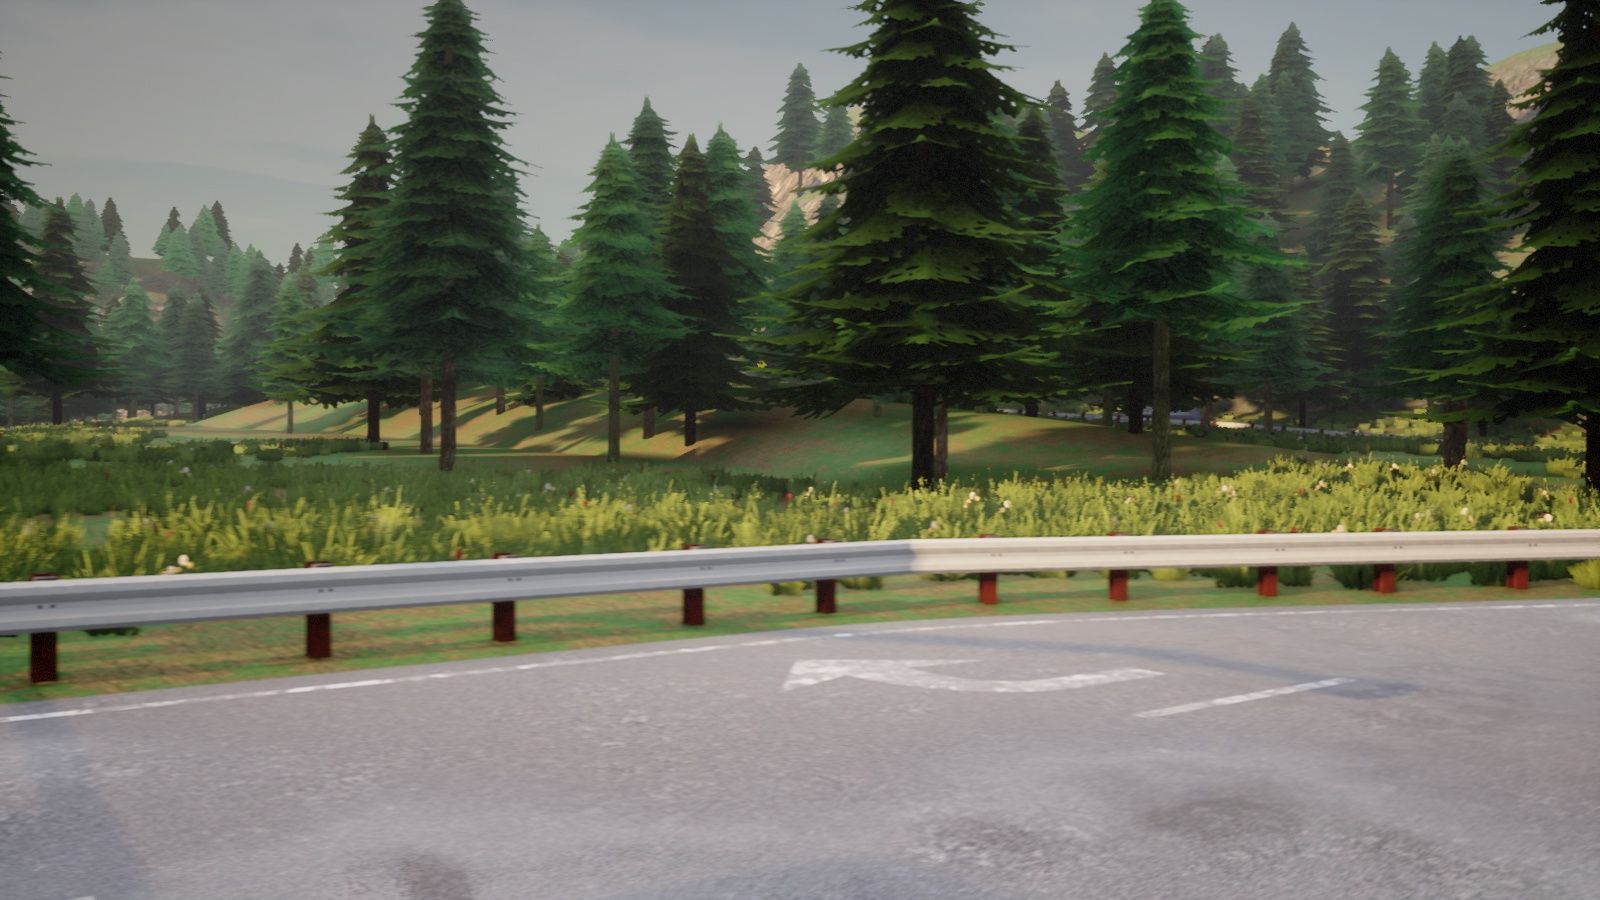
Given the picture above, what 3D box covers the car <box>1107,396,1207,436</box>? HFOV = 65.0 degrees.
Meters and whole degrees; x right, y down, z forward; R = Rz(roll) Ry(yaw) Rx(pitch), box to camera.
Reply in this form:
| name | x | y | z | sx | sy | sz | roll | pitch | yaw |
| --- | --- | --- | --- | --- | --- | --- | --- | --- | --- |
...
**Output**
| name | x | y | z | sx | sy | sz | roll | pitch | yaw |
| --- | --- | --- | --- | --- | --- | --- | --- | --- | --- |
| car | 18.732 | -1.786 | 66.179 | 4.856 | 1.649 | 2.033 | 5 | 1 | 13 |
